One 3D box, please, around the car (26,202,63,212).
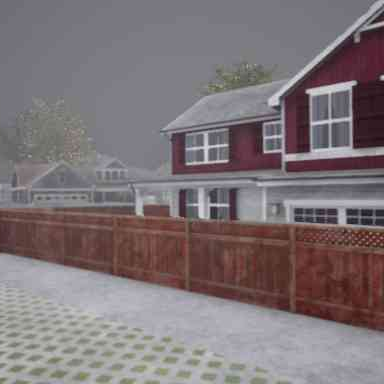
[{"bbox_3d":[-12.387,1.620,26.660,4.553,1.767,2.097,0,-1,-36],"label":"car"}]
